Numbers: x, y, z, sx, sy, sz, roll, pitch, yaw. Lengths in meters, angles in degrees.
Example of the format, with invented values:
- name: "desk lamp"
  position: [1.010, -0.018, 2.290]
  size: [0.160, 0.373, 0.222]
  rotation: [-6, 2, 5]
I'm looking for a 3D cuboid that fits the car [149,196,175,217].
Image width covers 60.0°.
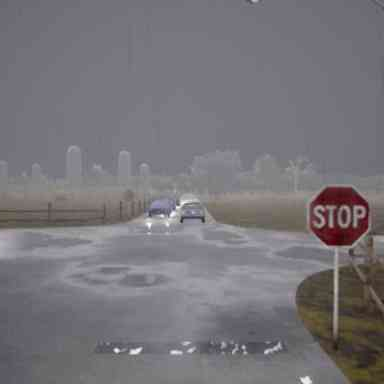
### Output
- name: "car"
  position: [-2.883, 1.440, 30.906]
  size: [1.882, 1.535, 5.008]
  rotation: [0, 0, -1]

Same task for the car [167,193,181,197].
- name: "car"
  position: [-2.962, 1.139, 52.021]
  size: [2.150, 2.045, 5.566]
  rotation: [0, 0, 0]

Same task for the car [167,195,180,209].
- name: "car"
  position: [-2.946, 1.433, 41.340]
  size: [2.128, 1.511, 4.902]
  rotation: [0, 0, 0]

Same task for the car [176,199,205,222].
- name: "car"
  position: [0.036, 1.519, 26.006]
  size: [2.033, 1.411, 5.357]
  rotation: [0, 0, 0]
